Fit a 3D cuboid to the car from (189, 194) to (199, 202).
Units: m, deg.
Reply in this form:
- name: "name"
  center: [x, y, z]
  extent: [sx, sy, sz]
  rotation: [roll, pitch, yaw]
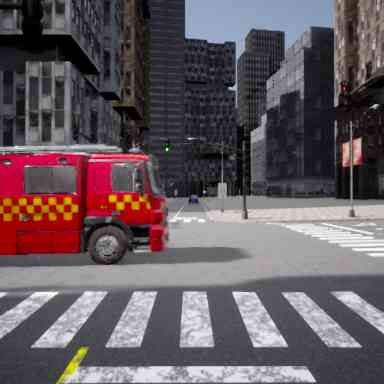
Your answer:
- name: "car"
  center: [0.384, 1.309, 73.368]
  extent: [2.097, 1.767, 4.553]
  rotation: [0, 0, 1]

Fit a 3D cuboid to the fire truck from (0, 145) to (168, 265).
- name: "fire truck"
  center: [-5.114, 0.346, 11.202]
  extent: [8.468, 3.827, 2.891]
  rotation: [-1, -1, 0]

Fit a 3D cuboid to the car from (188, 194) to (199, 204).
- name: "car"
  center: [0.290, 1.532, 62.944]
  extent: [1.882, 1.535, 5.008]
  rotation: [0, 0, 1]
